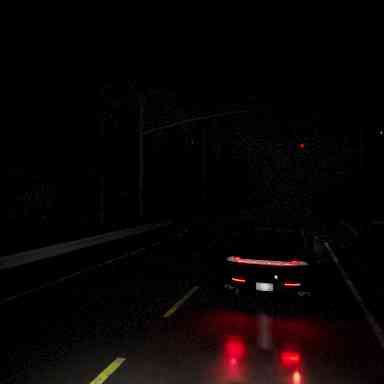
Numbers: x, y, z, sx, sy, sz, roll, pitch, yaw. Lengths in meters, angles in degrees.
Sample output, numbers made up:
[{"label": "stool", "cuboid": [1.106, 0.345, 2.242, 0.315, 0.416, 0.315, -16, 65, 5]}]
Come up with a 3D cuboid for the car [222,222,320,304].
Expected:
[{"label": "car", "cuboid": [2.070, 1.491, 8.270, 2.128, 1.511, 4.902, 0, 0, 18]}]

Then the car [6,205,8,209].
[{"label": "car", "cuboid": [-22.376, 1.616, 35.697, 4.718, 1.301, 1.895, 0, 0, 16]}]
